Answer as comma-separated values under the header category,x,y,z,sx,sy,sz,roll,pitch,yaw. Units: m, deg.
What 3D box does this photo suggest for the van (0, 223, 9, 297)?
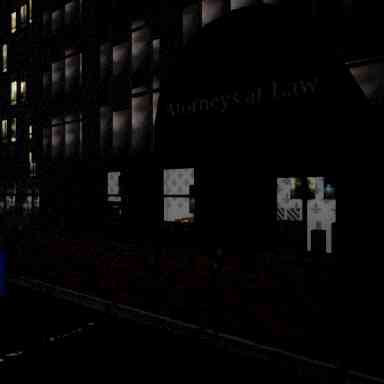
category,x,y,z,sx,sy,sz,roll,pitch,yaw
van,-5.363,1.341,6.694,3.998,1.788,1.690,0,0,35
